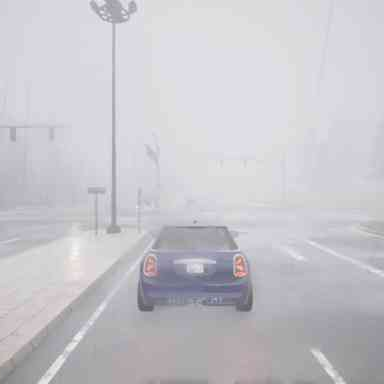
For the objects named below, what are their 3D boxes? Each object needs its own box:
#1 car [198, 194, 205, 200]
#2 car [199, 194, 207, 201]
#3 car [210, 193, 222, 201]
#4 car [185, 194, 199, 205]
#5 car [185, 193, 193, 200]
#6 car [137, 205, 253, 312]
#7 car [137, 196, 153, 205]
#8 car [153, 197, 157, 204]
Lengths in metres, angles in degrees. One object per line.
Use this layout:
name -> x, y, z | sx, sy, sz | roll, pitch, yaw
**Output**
car -> 2.688, 1.441, 95.603 | 1.882, 1.535, 5.008 | 0, 0, -1
car -> 2.852, 1.513, 85.279 | 1.812, 1.442, 4.674 | 0, 0, -1
car -> 6.357, 1.214, 85.008 | 2.150, 2.045, 5.566 | 0, 0, -1
car -> -0.161, 1.525, 54.717 | 1.812, 1.442, 4.674 | 0, 0, -1
car -> -0.812, 1.188, 95.577 | 2.150, 2.045, 5.566 | 0, 0, -1
car -> 0.071, 1.352, 7.897 | 2.097, 1.767, 4.553 | 0, 0, 0
car -> -8.282, 1.504, 57.059 | 1.837, 1.490, 4.892 | 0, 0, -1
car -> -8.370, 1.504, 66.268 | 1.837, 1.490, 4.892 | 0, 0, 0
